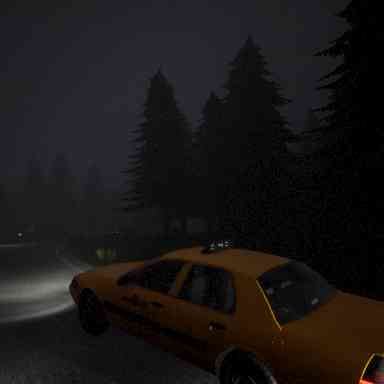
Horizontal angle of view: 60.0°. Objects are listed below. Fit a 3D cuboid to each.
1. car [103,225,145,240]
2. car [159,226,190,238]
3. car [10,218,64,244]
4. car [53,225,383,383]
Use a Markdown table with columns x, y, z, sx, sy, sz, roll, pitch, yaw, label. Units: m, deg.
| x | y | z | sx | sy | sz | roll | pitch | yaw | label |
| --- | --- | --- | --- | --- | --- | --- | --- | --- | --- |
| -7.444 | 4.510 | 36.948 | 2.033 | 1.411 | 5.357 | -4 | -8 | 20 | car |
| -2.329 | 5.543 | 46.258 | 1.882 | 1.535 | 5.008 | -5 | -8 | 30 | car |
| -12.761 | 3.221 | 28.076 | 2.150 | 2.045 | 5.566 | -4 | -7 | 7 | car |
| 0.144 | 1.441 | 4.732 | 5.366 | 1.575 | 1.801 | 0 | 1 | 43 | car |
